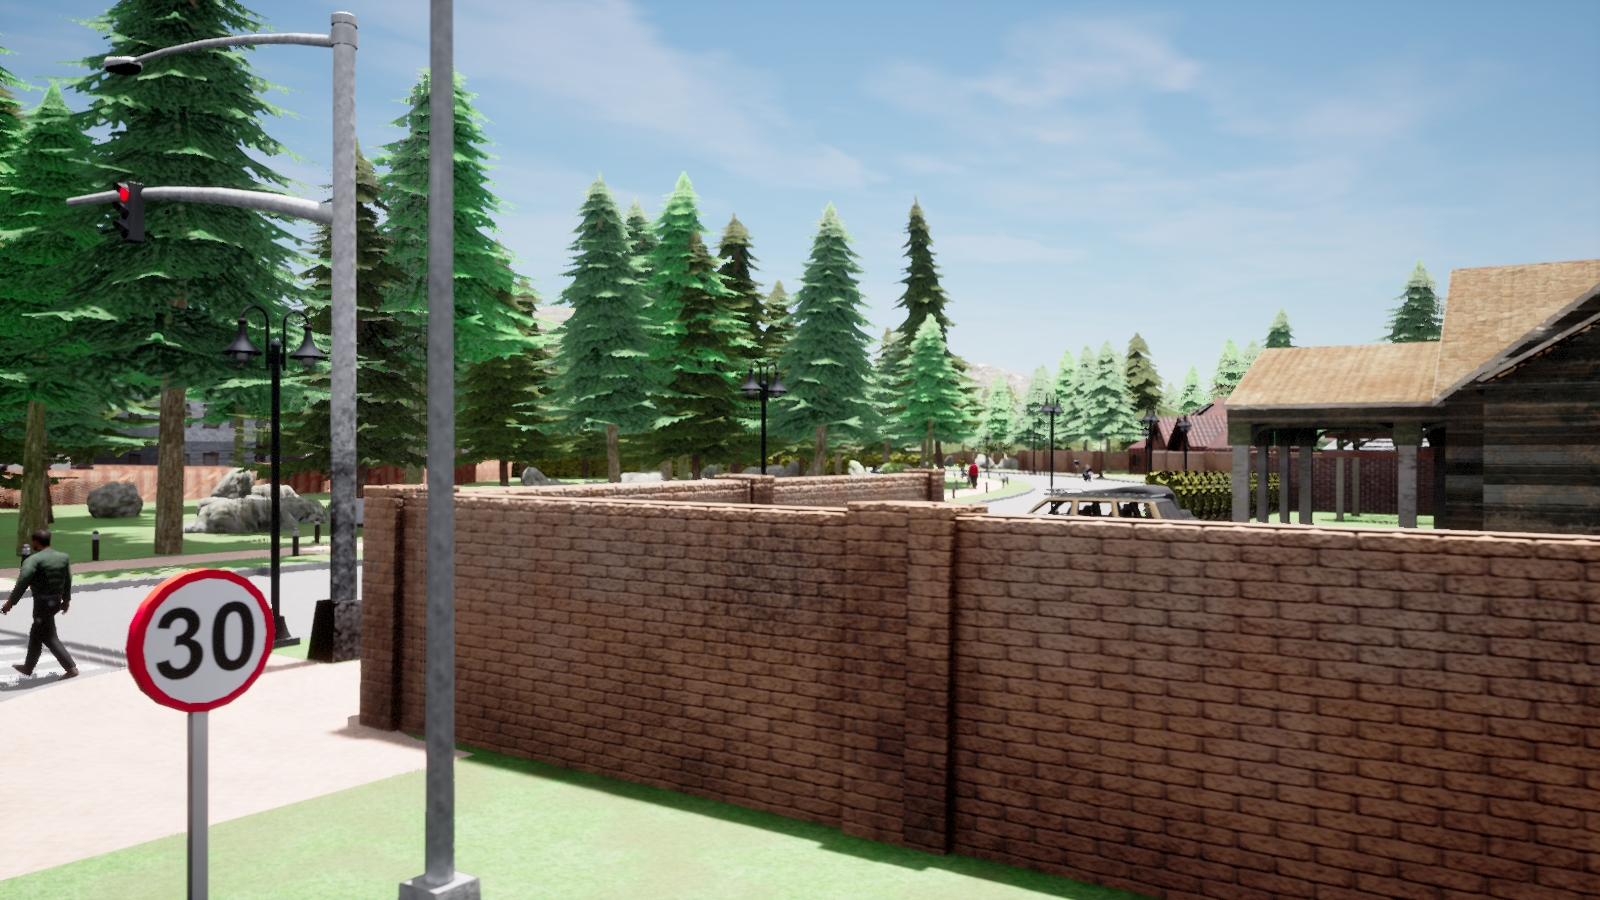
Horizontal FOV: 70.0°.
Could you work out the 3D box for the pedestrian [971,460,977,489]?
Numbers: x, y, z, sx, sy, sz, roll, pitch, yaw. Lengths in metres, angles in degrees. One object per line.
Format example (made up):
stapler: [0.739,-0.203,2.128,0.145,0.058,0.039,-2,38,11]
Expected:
pedestrian: [11.109,1.547,72.847,0.375,1.860,0.375,0,0,13]

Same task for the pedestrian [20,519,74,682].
pedestrian: [-8.857,1.760,13.450,0.375,1.860,0.375,0,0,15]

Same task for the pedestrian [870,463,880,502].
pedestrian: [3.606,1.561,55.081,0.375,1.860,0.375,0,0,26]
